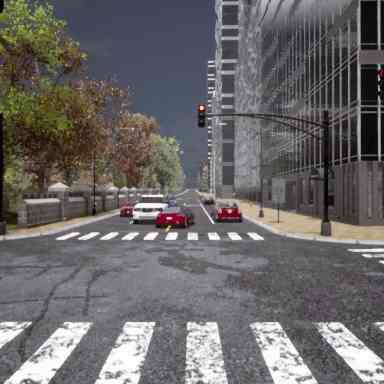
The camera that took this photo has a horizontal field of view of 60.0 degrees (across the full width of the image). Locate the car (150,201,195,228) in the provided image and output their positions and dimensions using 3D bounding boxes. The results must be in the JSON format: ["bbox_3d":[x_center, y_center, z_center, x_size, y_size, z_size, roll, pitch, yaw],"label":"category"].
[{"bbox_3d":[-1.028,1.564,22.162,1.994,1.385,4.181,0,0,10],"label":"car"}]

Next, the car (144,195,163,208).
[{"bbox_3d":[-5.597,1.314,48.701,2.192,1.841,5.009,0,0,0],"label":"car"}]

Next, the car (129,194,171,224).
[{"bbox_3d":[-3.055,1.222,25.436,2.150,2.045,5.566,0,0,0],"label":"car"}]

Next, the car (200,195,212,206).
[{"bbox_3d":[2.794,1.562,54.363,1.947,1.339,4.313,0,0,0],"label":"car"}]

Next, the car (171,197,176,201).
[{"bbox_3d":[-3.031,1.526,35.590,1.812,1.442,4.674,0,0,0],"label":"car"}]

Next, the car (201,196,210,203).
[{"bbox_3d":[2.828,1.503,71.580,1.752,1.417,4.829,0,0,0],"label":"car"}]

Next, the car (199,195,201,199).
[{"bbox_3d":[2.806,1.432,60.044,1.967,1.590,4.097,0,0,0],"label":"car"}]

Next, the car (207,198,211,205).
[{"bbox_3d":[2.751,1.567,31.638,1.947,1.339,4.313,0,0,0],"label":"car"}]

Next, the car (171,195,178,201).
[{"bbox_3d":[-3.003,1.352,45.800,2.097,1.767,4.553,0,0,0],"label":"car"}]

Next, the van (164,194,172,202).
[{"bbox_3d":[-5.542,1.310,77.117,1.690,1.788,3.998,0,0,0],"label":"van"}]

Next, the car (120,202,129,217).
[{"bbox_3d":[-5.630,1.545,31.652,1.887,1.381,4.507,0,0,0],"label":"car"}]

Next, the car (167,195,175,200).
[{"bbox_3d":[-5.521,1.527,88.483,1.802,1.307,4.206,0,0,0],"label":"car"}]

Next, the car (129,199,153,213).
[{"bbox_3d":[-5.619,1.552,37.335,2.008,1.369,4.403,0,0,0],"label":"car"}]

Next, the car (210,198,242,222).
[{"bbox_3d":[2.740,1.441,25.958,1.967,1.590,4.097,0,0,0],"label":"car"}]
